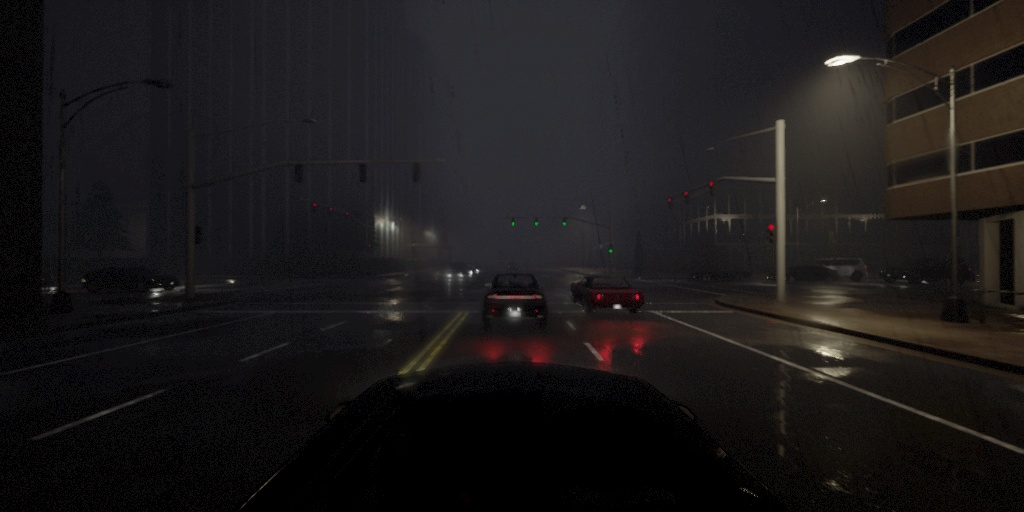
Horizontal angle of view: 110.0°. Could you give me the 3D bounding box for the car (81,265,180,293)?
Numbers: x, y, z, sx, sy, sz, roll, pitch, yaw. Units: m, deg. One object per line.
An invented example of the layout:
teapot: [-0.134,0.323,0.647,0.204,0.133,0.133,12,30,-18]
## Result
car: [-23.062,1.396,21.796,4.892,1.490,1.837,0,0,1]

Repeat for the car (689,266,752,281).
car: [18.524,1.565,32.090,4.718,1.301,1.895,0,0,1]

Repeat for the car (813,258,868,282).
car: [28.265,1.185,31.970,5.566,2.045,2.150,0,0,1]

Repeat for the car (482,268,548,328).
car: [0.093,1.312,11.738,2.128,1.511,4.902,0,0,0]

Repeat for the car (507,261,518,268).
car: [0.123,1.691,57.563,2.033,1.411,5.357,0,0,0]

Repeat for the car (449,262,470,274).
car: [-7.079,1.577,47.509,1.837,1.490,4.892,0,0,0]

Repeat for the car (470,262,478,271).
car: [-7.058,1.669,57.592,1.812,1.442,4.674,0,0,0]

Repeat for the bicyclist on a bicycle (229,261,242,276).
bicyclist on a bicycle: [-28.765,1.301,37.339,0.582,1.620,1.656,0,0,1]

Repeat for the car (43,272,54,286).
car: [-35.703,1.421,25.441,4.892,1.490,1.837,0,0,1]

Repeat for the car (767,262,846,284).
car: [23.080,1.444,28.521,4.892,1.490,1.837,0,0,1]

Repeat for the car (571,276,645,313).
car: [3.584,1.440,14.390,1.895,1.301,4.718,0,0,0]

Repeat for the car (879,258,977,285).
car: [32.654,1.160,28.422,5.566,2.045,2.150,0,0,1]
